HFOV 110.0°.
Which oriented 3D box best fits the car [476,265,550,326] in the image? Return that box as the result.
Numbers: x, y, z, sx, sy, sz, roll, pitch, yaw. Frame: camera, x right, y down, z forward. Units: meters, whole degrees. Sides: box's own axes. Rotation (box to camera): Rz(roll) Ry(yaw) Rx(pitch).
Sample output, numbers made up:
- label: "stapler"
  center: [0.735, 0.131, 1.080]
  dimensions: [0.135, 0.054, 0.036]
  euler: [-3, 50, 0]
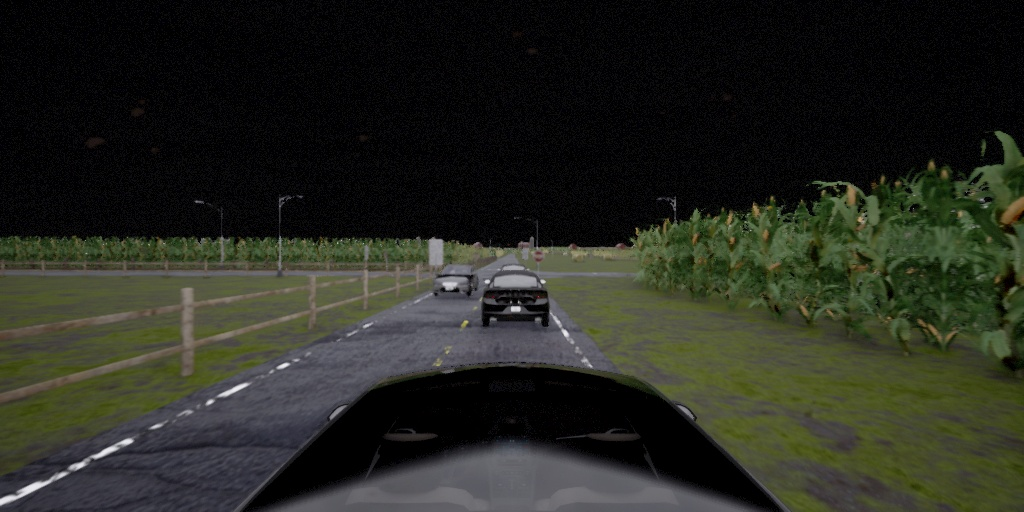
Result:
- label: "car"
  center: [0.101, 1.207, 11.634]
  dimensions: [1.882, 1.535, 5.008]
  euler: [0, 0, 0]

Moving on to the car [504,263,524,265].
- label: "car"
  center: [0.099, 1.180, 21.574]
  dimensions: [1.882, 1.535, 5.008]
  euler: [0, 0, 0]

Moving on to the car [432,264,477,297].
- label: "car"
  center: [-2.808, 1.204, 18.705]
  dimensions: [2.128, 1.511, 4.902]
  euler: [0, 0, 0]
